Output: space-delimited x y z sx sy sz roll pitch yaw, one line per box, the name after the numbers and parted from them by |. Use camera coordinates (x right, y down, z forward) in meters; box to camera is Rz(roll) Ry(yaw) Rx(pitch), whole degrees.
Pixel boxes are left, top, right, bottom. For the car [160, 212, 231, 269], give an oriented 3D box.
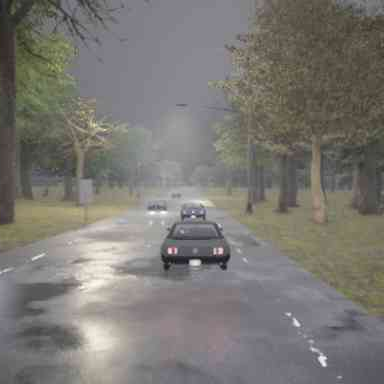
0.094 1.570 10.985 1.895 1.301 4.718 0 0 0 | car

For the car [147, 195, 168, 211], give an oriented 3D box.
-3.697 1.339 36.341 1.994 1.385 4.181 0 1 -1 | car

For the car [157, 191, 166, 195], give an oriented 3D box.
-6.976 0.513 77.373 1.994 1.385 4.181 0 1 -2 | car

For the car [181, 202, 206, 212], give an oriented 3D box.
0.097 1.474 26.289 1.895 1.301 4.718 0 1 0 | car

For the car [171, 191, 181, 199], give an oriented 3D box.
-3.352 0.576 70.299 1.882 1.535 5.008 0 1 -2 | car

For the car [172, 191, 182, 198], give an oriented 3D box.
-3.489 0.515 77.830 2.128 1.511 4.902 0 1 0 | car
